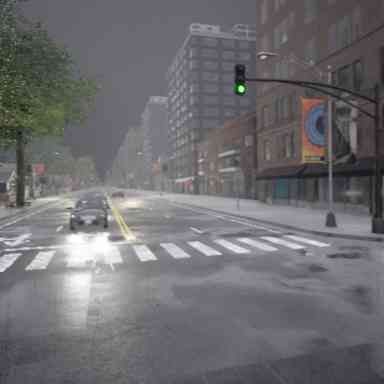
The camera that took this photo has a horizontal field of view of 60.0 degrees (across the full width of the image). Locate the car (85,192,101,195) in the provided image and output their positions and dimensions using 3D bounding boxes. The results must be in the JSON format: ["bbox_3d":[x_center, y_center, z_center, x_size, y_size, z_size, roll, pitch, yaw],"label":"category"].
[{"bbox_3d":[-8.222,0.802,27.745,2.097,1.767,4.553,-1,1,-15],"label":"car"}]

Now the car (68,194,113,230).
[{"bbox_3d":[-5.640,1.127,18.364,2.128,1.511,4.902,-1,1,-15],"label":"car"}]

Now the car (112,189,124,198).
[{"bbox_3d":[-12.970,0.298,57.965,2.128,1.511,4.902,-1,1,-15],"label":"car"}]

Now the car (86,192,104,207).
[{"bbox_3d":[-10.854,0.787,37.350,1.812,1.442,4.674,-1,1,-16],"label":"car"}]
